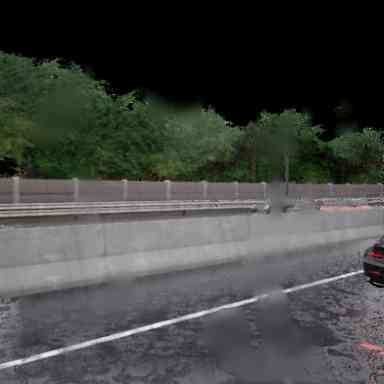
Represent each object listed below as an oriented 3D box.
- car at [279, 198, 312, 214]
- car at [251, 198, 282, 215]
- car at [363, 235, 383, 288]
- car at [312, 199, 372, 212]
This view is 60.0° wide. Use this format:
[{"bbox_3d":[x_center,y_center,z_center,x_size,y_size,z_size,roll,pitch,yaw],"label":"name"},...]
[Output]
[{"bbox_3d":[9.896,1.476,27.905,4.892,1.490,1.837,0,0,-34],"label":"car"},{"bbox_3d":[7.555,1.321,30.541,4.553,1.767,2.097,0,0,-34],"label":"car"},{"bbox_3d":[6.014,1.497,7.965,4.892,1.490,1.837,0,0,-35],"label":"car"},{"bbox_3d":[11.372,1.327,24.672,4.553,1.767,2.097,0,0,-34],"label":"car"}]
